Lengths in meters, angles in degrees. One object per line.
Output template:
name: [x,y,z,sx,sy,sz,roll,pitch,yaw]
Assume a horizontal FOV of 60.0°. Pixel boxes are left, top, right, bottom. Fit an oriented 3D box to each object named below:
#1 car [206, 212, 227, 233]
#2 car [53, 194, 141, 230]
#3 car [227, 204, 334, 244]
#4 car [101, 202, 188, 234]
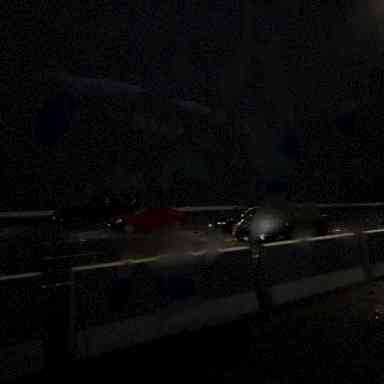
car: [3.036,1.479,18.235,4.892,1.490,1.837,0,0,-30]
car: [-5.766,1.182,21.039,5.566,2.045,2.150,0,0,-32]
car: [4.157,1.332,14.817,4.553,1.767,2.097,0,0,-31]
car: [-2.450,1.492,18.970,4.674,1.442,1.812,0,0,-32]
